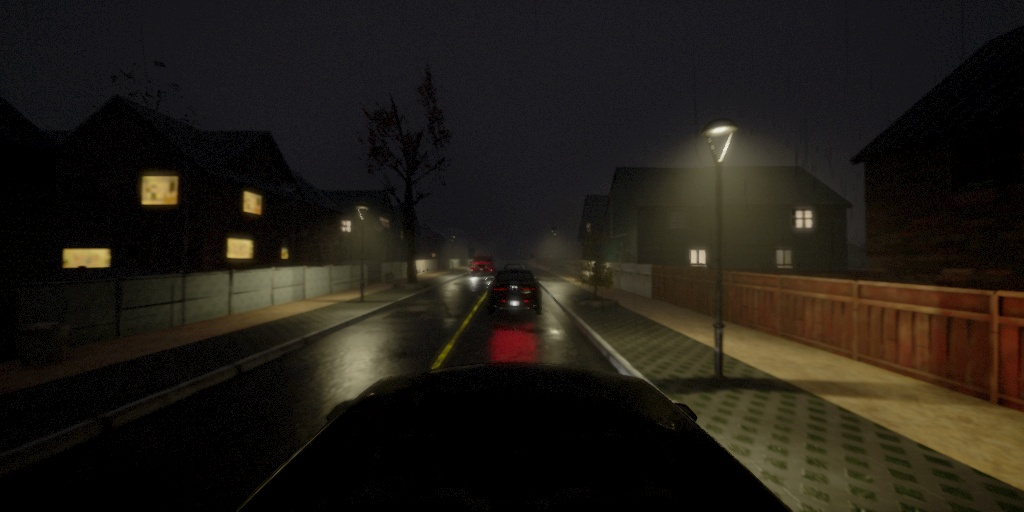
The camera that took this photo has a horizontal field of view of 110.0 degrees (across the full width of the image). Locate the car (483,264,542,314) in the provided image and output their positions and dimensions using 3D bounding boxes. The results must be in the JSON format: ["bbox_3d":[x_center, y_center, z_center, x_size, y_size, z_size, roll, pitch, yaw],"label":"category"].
[{"bbox_3d":[0.093,1.230,13.603,1.837,1.490,4.892,0,0,0],"label":"car"}]

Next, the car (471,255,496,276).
[{"bbox_3d":[-2.841,0.914,36.265,2.150,2.045,5.566,0,0,0],"label":"car"}]
